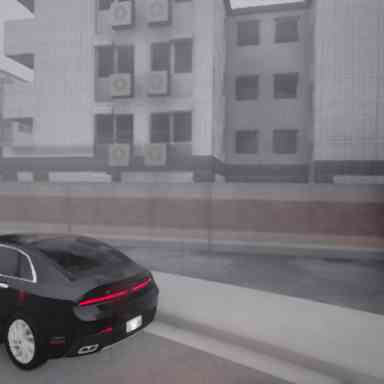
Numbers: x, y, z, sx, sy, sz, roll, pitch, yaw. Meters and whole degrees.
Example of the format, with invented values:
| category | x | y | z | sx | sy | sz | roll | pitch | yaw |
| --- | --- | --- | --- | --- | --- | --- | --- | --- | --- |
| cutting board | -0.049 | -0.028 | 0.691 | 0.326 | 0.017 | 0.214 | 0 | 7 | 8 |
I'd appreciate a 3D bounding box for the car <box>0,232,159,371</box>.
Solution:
| category | x | y | z | sx | sy | sz | roll | pitch | yaw |
| --- | --- | --- | --- | --- | --- | --- | --- | --- | --- |
| car | -2.835 | 1.439 | 5.580 | 4.892 | 1.490 | 1.837 | 1 | 0 | 31 |
